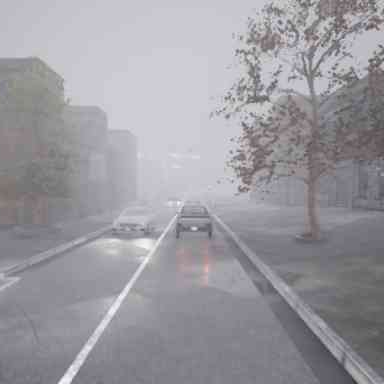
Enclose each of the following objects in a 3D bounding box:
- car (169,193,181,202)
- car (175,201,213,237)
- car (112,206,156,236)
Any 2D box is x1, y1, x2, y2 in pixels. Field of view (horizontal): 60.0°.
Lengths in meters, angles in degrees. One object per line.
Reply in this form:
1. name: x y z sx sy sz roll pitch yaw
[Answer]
1. car: -3.037 0.903 59.588 1.812 1.442 4.674 0 3 1
2. car: 0.102 1.489 17.899 2.128 1.511 4.902 0 0 0
3. car: -3.097 1.523 18.402 1.812 1.442 4.674 0 0 0
